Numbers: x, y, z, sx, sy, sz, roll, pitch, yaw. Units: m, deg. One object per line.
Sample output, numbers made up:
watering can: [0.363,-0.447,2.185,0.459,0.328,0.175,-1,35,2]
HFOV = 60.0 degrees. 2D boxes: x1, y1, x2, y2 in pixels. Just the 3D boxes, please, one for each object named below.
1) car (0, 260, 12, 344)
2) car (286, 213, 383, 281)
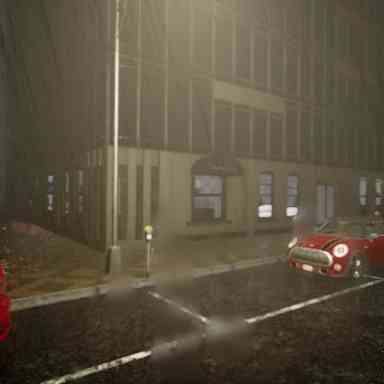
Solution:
car: [-4.590,1.310,3.278,5.009,1.841,2.192,0,0,-35]
car: [4.659,1.464,9.858,4.097,1.590,1.967,0,0,-35]
